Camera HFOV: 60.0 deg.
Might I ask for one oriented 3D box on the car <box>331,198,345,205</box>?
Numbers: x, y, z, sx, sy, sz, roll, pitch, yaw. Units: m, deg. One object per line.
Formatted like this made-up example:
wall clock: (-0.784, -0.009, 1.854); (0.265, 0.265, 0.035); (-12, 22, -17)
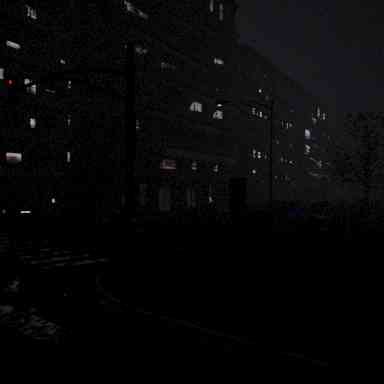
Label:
car: (33.832, 2.176, 77.086); (1.947, 1.339, 4.313); (1, 0, 36)

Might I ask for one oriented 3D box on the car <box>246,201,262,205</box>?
car: (7.522, 1.840, 41.487); (1.802, 1.307, 4.206); (1, 0, 36)

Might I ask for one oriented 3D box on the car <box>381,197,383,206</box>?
car: (37.277, 2.251, 67.649); (1.887, 1.381, 4.507); (1, 0, 36)

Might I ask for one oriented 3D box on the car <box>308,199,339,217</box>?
car: (14.258, 1.837, 36.501); (1.967, 1.590, 4.097); (1, 0, 36)

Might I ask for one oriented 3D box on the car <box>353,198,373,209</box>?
car: (27.414, 1.891, 54.300); (2.192, 1.841, 5.009); (1, 0, 36)

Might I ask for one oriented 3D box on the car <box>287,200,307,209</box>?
car: (17.388, 1.974, 54.837); (1.802, 1.307, 4.206); (1, 0, 36)

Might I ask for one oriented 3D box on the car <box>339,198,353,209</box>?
car: (24.116, 2.064, 54.210); (2.033, 1.411, 5.357); (1, 0, 37)

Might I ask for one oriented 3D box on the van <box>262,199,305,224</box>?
van: (7.681, 1.647, 27.600); (1.690, 1.788, 3.998); (1, 0, 36)

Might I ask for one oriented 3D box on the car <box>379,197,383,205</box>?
car: (47.147, 2.150, 81.000); (2.192, 1.841, 5.009); (1, 0, 36)

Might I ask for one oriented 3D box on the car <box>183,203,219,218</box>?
car: (0.945, 1.712, 32.587); (1.887, 1.381, 4.507); (1, 0, 36)

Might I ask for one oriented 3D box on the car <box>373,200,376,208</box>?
car: (30.699, 2.202, 58.749); (1.802, 1.307, 4.206); (1, 0, 36)

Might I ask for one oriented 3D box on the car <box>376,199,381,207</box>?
car: (33.989, 2.104, 63.200); (1.967, 1.590, 4.097); (1, 0, 36)

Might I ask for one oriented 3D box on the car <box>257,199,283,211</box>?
car: (10.812, 1.743, 45.937); (1.967, 1.590, 4.097); (1, 0, 36)

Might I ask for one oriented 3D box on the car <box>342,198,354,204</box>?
car: (40.309, 2.220, 85.849); (1.752, 1.417, 4.829); (1, 0, 36)

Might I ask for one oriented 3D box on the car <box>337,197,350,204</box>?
car: (37.122, 2.093, 81.537); (1.967, 1.590, 4.097); (1, 0, 36)

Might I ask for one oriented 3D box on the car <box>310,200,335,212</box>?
car: (18.139, 1.913, 46.098); (1.882, 1.535, 5.008); (1, 0, 36)

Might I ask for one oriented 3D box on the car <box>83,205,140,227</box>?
car: (-5.633, 1.626, 23.688); (2.008, 1.369, 4.403); (1, 0, 36)

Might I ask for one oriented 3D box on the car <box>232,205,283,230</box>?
car: (4.390, 1.827, 23.150); (1.947, 1.339, 4.313); (1, 0, 36)
